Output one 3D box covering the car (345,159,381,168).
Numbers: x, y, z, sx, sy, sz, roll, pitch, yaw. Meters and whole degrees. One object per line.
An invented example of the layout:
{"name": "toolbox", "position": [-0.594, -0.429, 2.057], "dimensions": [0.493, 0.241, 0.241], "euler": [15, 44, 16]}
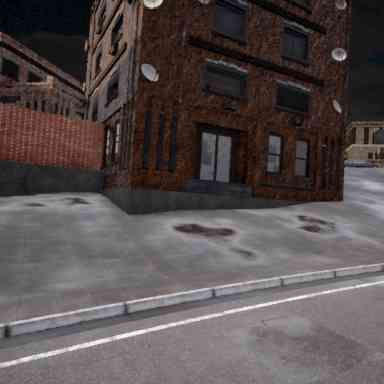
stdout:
{"name": "car", "position": [21.220, -3.296, 41.901], "dimensions": [4.553, 1.767, 2.185], "euler": [2, -3, 15]}
